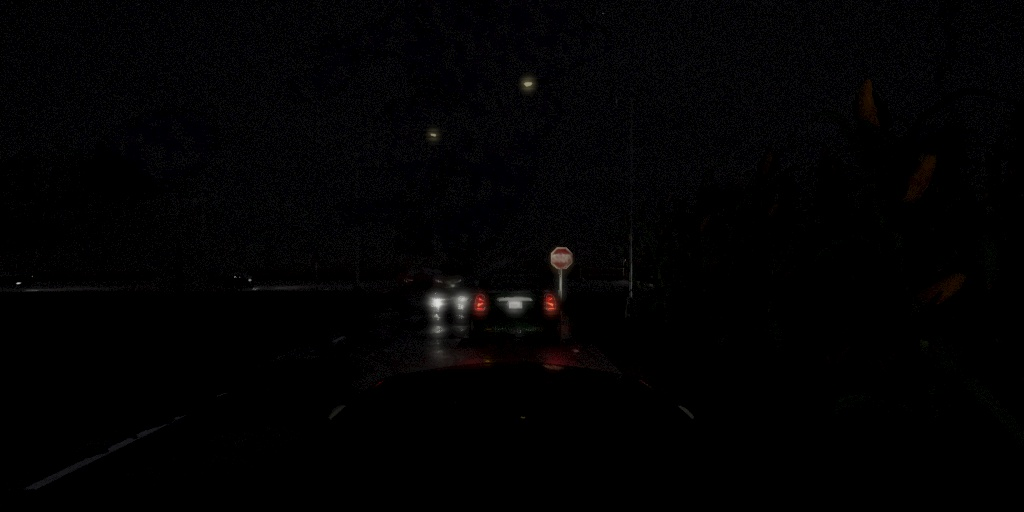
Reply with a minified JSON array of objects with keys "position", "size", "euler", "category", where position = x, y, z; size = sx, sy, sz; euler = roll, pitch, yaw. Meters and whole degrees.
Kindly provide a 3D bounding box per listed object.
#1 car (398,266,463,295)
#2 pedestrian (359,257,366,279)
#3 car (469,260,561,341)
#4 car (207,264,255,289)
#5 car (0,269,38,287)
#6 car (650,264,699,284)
[{"position":[-4.656,1.298,19.904],"size":[4.674,1.442,1.812],"euler":[-2,-2,45],"category":"car"},{"position":[-12.252,0.983,29.271],"size":[0.375,1.860,0.375],"euler":[0,2,0],"category":"pedestrian"},{"position":[0.027,1.098,10.000],"size":[2.097,1.767,4.553],"euler":[0,0,-1],"category":"car"},{"position":[-19.479,1.304,23.255],"size":[4.902,1.511,2.128],"euler":[0,2,0],"category":"car"},{"position":[-34.096,1.465,23.175],"size":[4.718,1.301,1.895],"euler":[0,2,0],"category":"car"},{"position":[12.631,1.251,26.409],"size":[4.674,1.442,1.812],"euler":[0,2,0],"category":"car"}]
